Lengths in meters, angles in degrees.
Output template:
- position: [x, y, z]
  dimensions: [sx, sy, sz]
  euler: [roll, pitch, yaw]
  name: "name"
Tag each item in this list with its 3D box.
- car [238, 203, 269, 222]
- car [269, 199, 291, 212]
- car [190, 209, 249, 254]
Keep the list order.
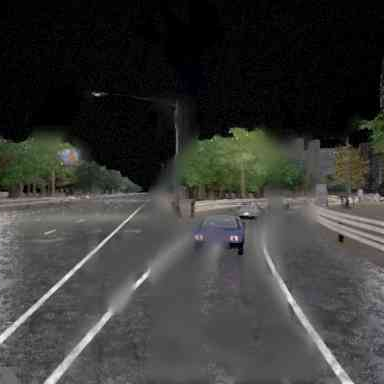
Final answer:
- position: [4.738, 1.603, 26.853]
  dimensions: [1.994, 1.385, 4.181]
  euler: [0, 0, 19]
  name: "car"
- position: [10.554, 1.561, 40.053]
  dimensions: [2.128, 1.511, 4.902]
  euler: [0, 0, 29]
  name: "car"
- position: [1.246, 1.614, 13.645]
  dimensions: [1.895, 1.301, 4.718]
  euler: [0, 0, 10]
  name: "car"
